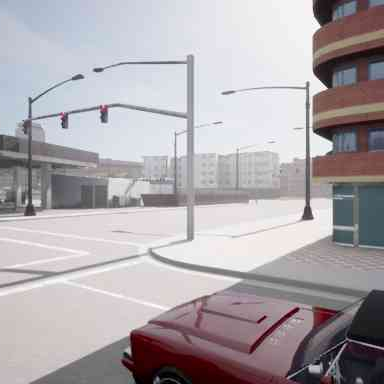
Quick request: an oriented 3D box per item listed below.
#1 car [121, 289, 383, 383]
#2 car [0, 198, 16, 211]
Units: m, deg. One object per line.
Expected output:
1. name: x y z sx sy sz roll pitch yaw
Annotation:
1. car: 1.605 1.601 2.828 4.718 1.301 1.895 0 0 36
2. car: -22.264 1.456 38.776 3.806 1.475 1.970 0 0 36
